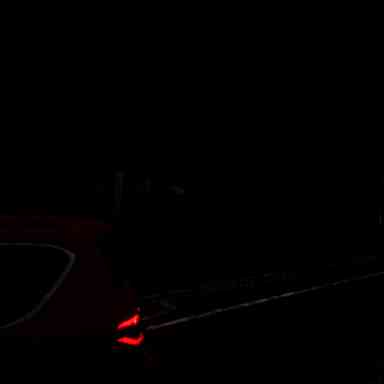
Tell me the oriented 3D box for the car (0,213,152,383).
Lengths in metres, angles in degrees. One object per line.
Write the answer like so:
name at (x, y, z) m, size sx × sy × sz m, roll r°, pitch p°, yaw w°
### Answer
car at (-2.926, 1.207, 1.832) m, size 5.566 × 2.045 × 2.150 m, roll 0°, pitch 0°, yaw -35°
